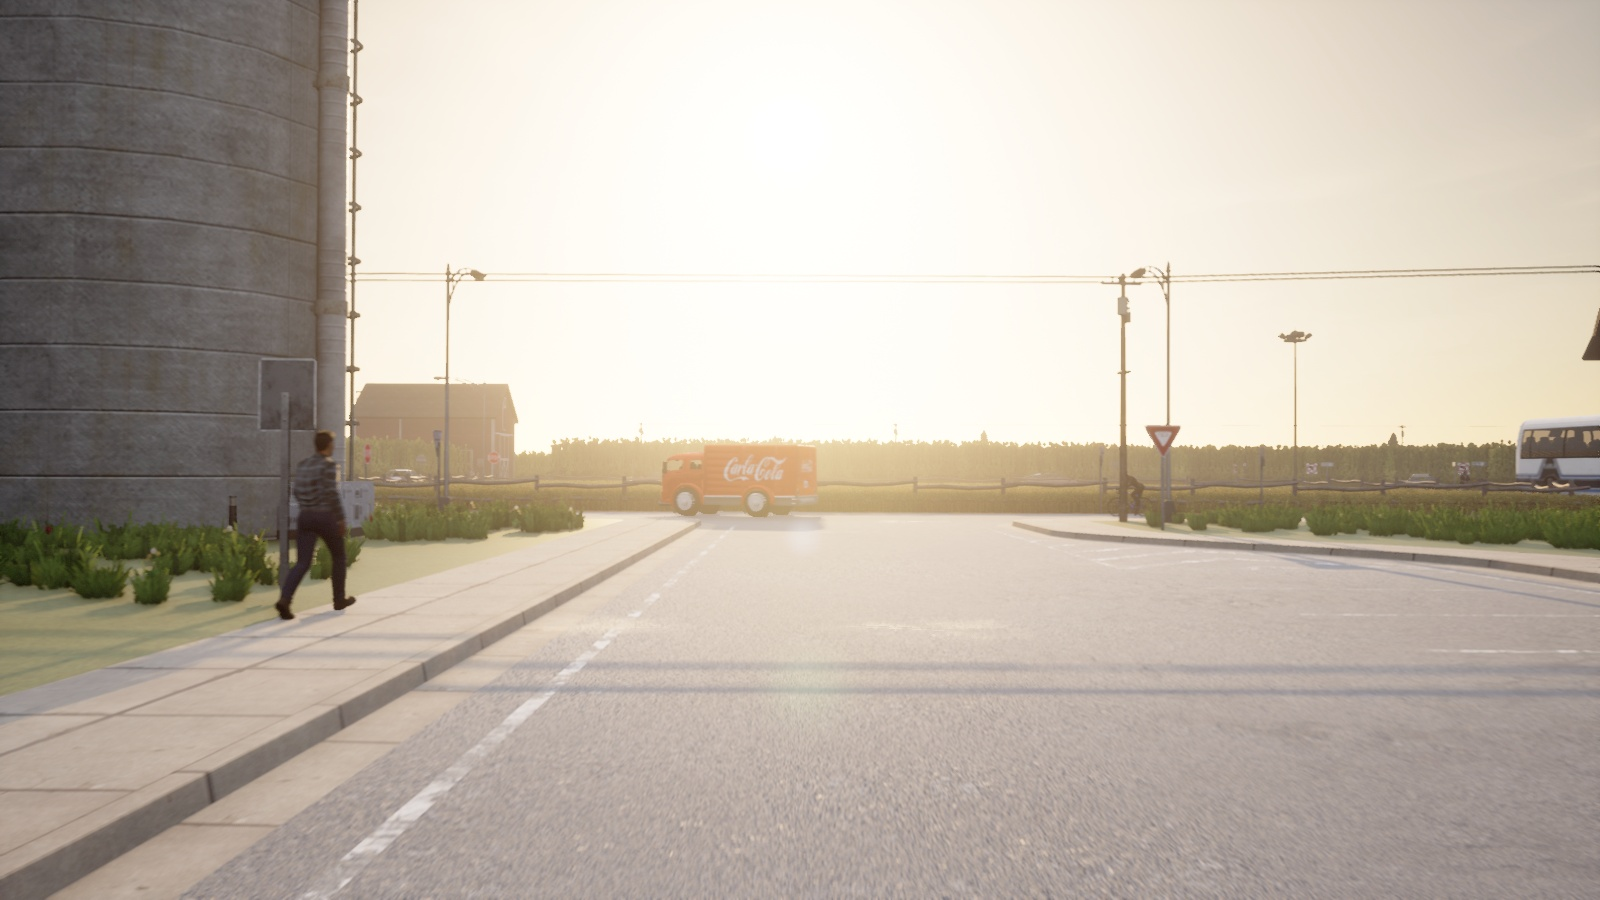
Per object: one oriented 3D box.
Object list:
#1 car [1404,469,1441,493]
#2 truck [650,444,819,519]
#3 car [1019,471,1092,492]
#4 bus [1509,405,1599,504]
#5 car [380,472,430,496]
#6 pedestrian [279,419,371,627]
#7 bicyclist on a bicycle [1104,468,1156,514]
[{"bbox_3d":[40.808,2.008,82.308,1.789,1.549,3.705,-1,-1,33],"label":"car"},{"bbox_3d":[-2.244,1.062,43.340,5.204,2.467,2.627,-1,-1,19],"label":"truck"},{"bbox_3d":[18.404,2.255,90.660,4.792,1.488,2.163,0,-1,1],"label":"car"},{"bbox_3d":[36.304,0.220,55.363,3.944,4.253,10.273,0,-1,-2],"label":"bus"},{"bbox_3d":[-25.190,2.149,80.185,1.970,1.475,3.806,0,-1,1],"label":"car"},{"bbox_3d":[-4.604,0.693,12.207,0.423,1.949,0.788,-1,-1,19],"label":"pedestrian"},{"bbox_3d":[11.786,1.472,44.873,1.656,1.620,0.582,-1,-1,1],"label":"bicyclist on a bicycle"}]
